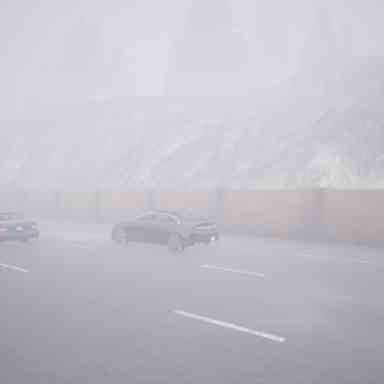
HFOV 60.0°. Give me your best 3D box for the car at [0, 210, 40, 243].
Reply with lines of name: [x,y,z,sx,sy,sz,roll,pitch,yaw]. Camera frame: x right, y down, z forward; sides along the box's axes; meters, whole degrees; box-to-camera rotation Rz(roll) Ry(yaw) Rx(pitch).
car: [-8.884,1.500,14.662,5.357,1.411,2.033,0,0,36]

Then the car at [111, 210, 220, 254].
car: [-1.207,1.469,13.469,4.902,1.511,2.128,0,0,36]
